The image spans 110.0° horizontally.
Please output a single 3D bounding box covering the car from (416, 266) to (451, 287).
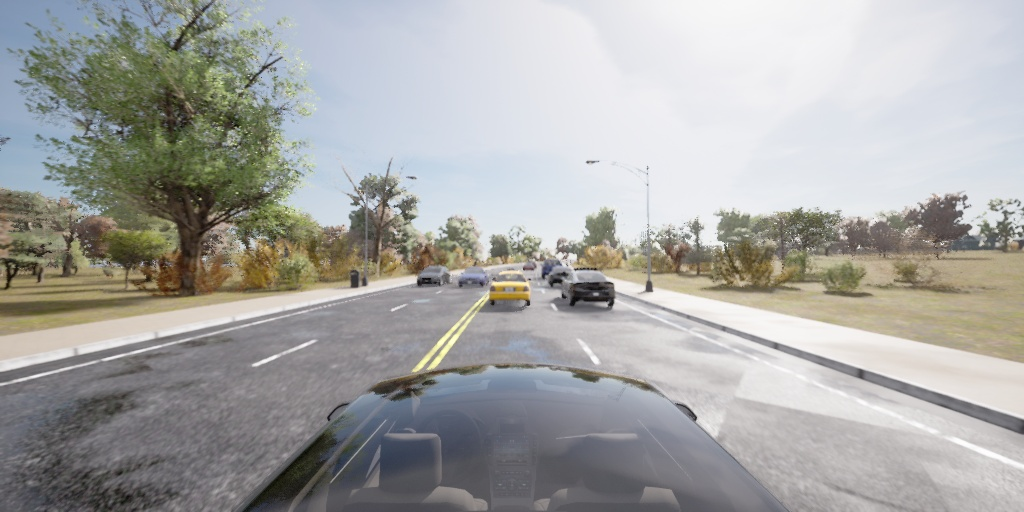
[{"bbox_3d":[-6.041,1.560,28.157,1.837,1.490,4.892,0,-1,2],"label":"car"}]

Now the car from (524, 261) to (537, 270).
[{"bbox_3d":[3.028,1.970,64.804,1.994,1.385,4.181,0,-1,6],"label":"car"}]

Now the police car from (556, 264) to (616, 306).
[{"bbox_3d":[3.441,1.357,17.012,1.930,1.638,5.238,0,-1,1],"label":"police car"}]

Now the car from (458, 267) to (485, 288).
[{"bbox_3d":[-2.830,1.568,27.081,1.812,1.442,4.674,0,-1,2],"label":"car"}]

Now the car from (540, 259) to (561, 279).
[{"bbox_3d":[4.289,1.381,38.767,2.150,2.045,5.566,0,-1,3],"label":"car"}]

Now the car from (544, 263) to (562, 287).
[{"bbox_3d":[3.778,1.553,27.820,1.837,1.490,4.892,0,-1,2],"label":"car"}]

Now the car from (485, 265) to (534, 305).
[{"bbox_3d":[0.002,1.389,17.259,1.801,1.575,5.366,0,-1,2],"label":"car"}]
